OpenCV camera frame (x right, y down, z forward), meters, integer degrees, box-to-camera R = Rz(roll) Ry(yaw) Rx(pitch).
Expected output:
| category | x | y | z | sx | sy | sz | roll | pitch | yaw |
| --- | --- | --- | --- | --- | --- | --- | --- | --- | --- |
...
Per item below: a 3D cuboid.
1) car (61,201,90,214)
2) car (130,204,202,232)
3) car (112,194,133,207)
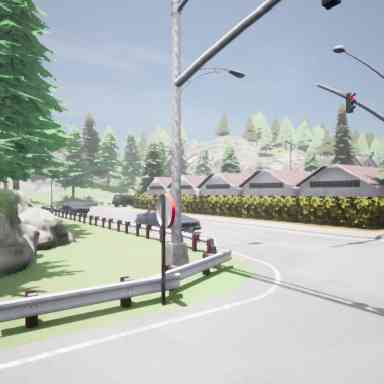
| category | x | y | z | sx | sy | sz | roll | pitch | yaw |
| --- | --- | --- | --- | --- | --- | --- | --- | --- | --- |
| car | -13.072 | 1.738 | 37.063 | 2.033 | 1.411 | 5.357 | 0 | 0 | -36 |
| car | -1.674 | 1.739 | 20.972 | 2.033 | 1.411 | 5.357 | 0 | 0 | -38 |
| car | -10.393 | 1.398 | 54.114 | 2.150 | 2.045 | 5.566 | 0 | 0 | 37 |
